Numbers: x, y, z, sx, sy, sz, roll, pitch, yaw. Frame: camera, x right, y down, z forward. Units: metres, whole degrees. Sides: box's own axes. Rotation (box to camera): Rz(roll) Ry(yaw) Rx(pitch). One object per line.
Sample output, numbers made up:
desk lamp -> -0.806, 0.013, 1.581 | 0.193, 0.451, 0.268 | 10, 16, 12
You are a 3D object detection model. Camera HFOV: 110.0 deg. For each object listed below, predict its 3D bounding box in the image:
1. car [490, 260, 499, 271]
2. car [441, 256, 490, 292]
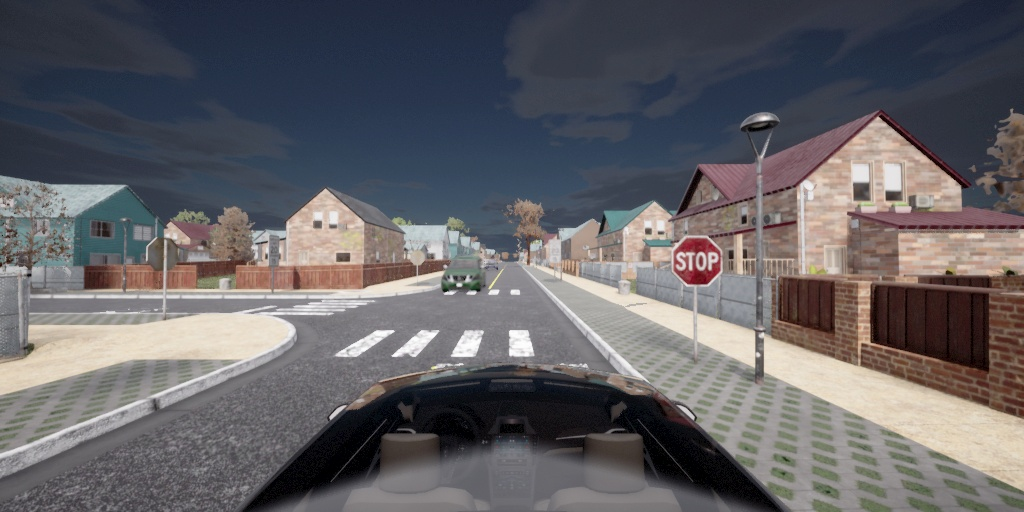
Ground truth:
car -> -2.786, 1.230, 50.720 | 2.033, 1.411, 5.357 | 0, 0, 0
car -> -2.765, 1.084, 21.590 | 2.150, 2.045, 5.566 | 0, 2, 0
